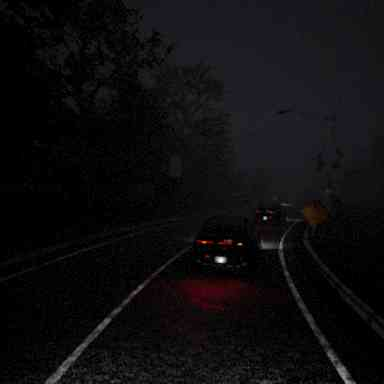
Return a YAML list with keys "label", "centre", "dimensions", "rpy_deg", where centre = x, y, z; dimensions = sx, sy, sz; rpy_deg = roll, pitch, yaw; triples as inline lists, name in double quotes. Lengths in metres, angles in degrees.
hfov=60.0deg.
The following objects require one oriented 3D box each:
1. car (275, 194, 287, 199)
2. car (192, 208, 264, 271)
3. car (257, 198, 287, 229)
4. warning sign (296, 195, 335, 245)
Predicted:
- label: "car"
  centre: [16.566, 1.279, 62.016]
  dimensions: [2.097, 1.767, 4.553]
  rpy_deg: [2, 1, 19]
- label: "car"
  centre: [1.299, 1.490, 10.990]
  dimensions: [1.837, 1.490, 4.892]
  rpy_deg: [1, 1, 13]
- label: "car"
  centre: [5.912, 1.512, 24.916]
  dimensions: [1.837, 1.490, 4.892]
  rpy_deg: [2, 1, 22]
- label: "warning sign"
  centre: [5.369, 1.195, 14.539]
  dimensions: [1.300, 1.860, 1.060]
  rpy_deg: [8, 8, 16]
